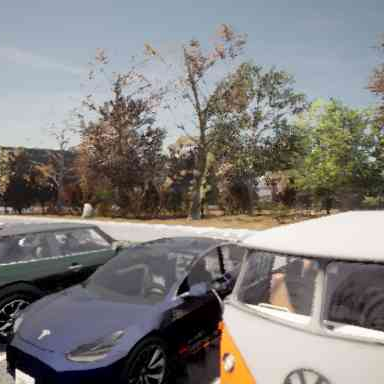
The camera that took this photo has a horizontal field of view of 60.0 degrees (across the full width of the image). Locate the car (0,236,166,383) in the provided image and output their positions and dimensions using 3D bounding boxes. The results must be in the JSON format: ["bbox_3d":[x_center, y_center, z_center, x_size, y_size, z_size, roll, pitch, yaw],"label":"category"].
[{"bbox_3d":[-0.317,1.540,5.339,2.163,1.488,4.792,-1,0,36],"label":"car"}]

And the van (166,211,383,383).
[{"bbox_3d":[1.890,1.259,3.656,1.878,1.987,4.442,-1,0,36],"label":"van"}]

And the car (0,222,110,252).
[{"bbox_3d":[-2.576,1.412,6.950,2.185,1.767,4.553,-1,0,36],"label":"car"}]
